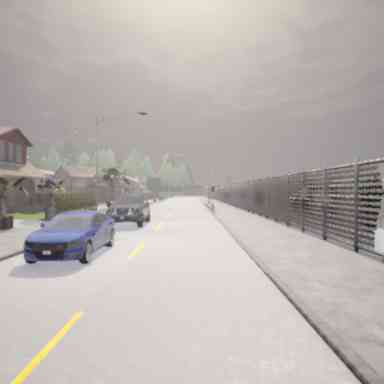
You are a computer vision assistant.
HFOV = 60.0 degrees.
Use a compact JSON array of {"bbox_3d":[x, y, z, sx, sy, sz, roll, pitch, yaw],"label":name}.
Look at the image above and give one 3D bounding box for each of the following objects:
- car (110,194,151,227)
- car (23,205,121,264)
[{"bbox_3d":[-4.093,1.143,22.317,2.150,2.045,5.566,0,0,0],"label":"car"},{"bbox_3d":[-4.107,1.437,11.910,1.882,1.535,5.008,0,0,0],"label":"car"}]
